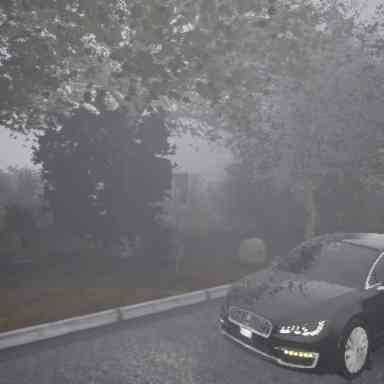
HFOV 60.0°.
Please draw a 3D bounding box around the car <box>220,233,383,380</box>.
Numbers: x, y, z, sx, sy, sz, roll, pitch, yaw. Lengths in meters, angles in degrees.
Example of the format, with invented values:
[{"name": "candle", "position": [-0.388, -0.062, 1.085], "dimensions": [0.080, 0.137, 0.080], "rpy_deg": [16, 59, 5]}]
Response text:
[{"name": "car", "position": [2.654, 1.511, 5.580], "dimensions": [4.892, 1.490, 1.837], "rpy_deg": [0, 0, -36]}]
